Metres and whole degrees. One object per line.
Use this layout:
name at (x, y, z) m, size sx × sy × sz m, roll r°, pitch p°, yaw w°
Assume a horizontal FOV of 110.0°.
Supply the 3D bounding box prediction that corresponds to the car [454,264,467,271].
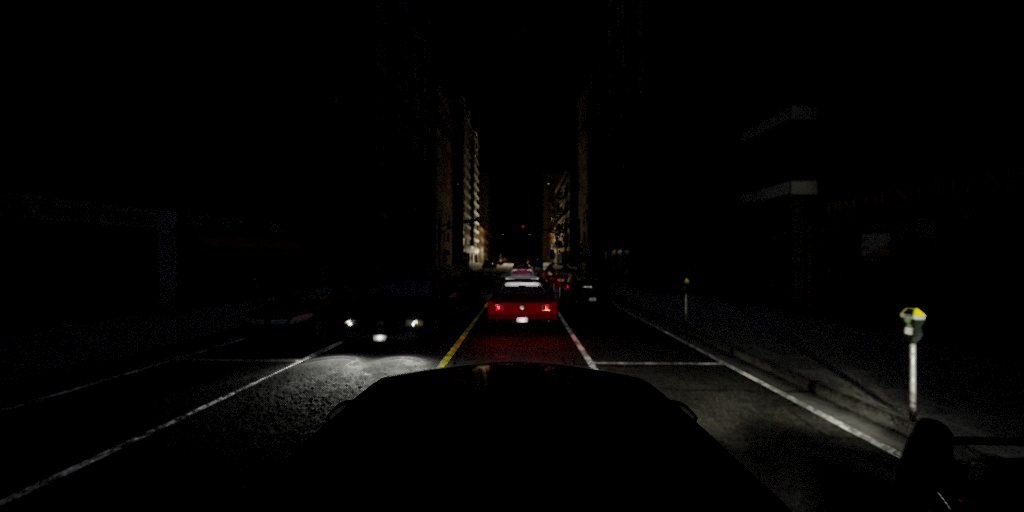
car at (-4.761, 1.316, 26.155) m, size 1.751 × 1.417 × 4.829 m, roll 0°, pitch 0°, yaw 2°

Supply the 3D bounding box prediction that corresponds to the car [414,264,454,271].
car at (-4.907, 1.221, 20.809) m, size 1.967 × 1.591 × 4.097 m, roll 0°, pitch 0°, yaw 2°

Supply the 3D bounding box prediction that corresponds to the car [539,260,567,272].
car at (3.266, 1.231, 26.115) m, size 1.967 × 1.591 × 4.097 m, roll 0°, pitch 0°, yaw 2°

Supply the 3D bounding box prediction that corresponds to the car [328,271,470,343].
car at (-2.659, 1.311, 10.059) m, size 2.033 × 1.411 × 5.357 m, roll 0°, pitch 0°, yaw 2°

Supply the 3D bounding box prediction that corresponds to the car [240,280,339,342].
car at (-5.208, 1.345, 9.776) m, size 1.802 × 1.307 × 4.207 m, roll 0°, pitch 0°, yaw 2°

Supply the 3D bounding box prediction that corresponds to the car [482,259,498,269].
car at (-3.868, 1.393, 58.913) m, size 2.007 × 1.370 × 4.403 m, roll 0°, pitch 0°, yaw 2°

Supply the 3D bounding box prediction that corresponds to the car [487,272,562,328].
car at (0.330, 1.367, 11.482) m, size 1.895 × 1.301 × 4.718 m, roll 0°, pitch 0°, yaw 2°

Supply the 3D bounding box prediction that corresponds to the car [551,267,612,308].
car at (2.965, 1.323, 15.081) m, size 2.007 × 1.370 × 4.403 m, roll 0°, pitch 0°, yaw 2°

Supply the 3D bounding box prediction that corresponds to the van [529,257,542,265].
van at (4.155, 1.184, 58.703) m, size 1.690 × 1.789 × 3.998 m, roll 0°, pitch 0°, yaw 2°

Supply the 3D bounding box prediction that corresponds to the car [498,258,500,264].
car at (-3.713, 1.397, 64.592) m, size 1.888 × 1.381 × 4.507 m, roll 0°, pitch 0°, yaw 2°

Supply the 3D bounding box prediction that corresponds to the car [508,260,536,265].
car at (0.774, 1.326, 31.691) m, size 1.812 × 1.442 × 4.674 m, roll 0°, pitch 0°, yaw -1°

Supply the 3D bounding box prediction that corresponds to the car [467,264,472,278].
car at (-4.606, 1.350, 31.841) m, size 2.007 × 1.370 × 4.403 m, roll 0°, pitch 0°, yaw 2°

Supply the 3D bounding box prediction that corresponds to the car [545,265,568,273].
car at (3.116, 1.364, 20.598) m, size 1.802 × 1.307 × 4.207 m, roll 0°, pitch 0°, yaw 2°

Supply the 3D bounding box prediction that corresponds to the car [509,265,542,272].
car at (0.603, 1.384, 21.602) m, size 1.895 × 1.301 × 4.718 m, roll 0°, pitch 0°, yaw 2°
